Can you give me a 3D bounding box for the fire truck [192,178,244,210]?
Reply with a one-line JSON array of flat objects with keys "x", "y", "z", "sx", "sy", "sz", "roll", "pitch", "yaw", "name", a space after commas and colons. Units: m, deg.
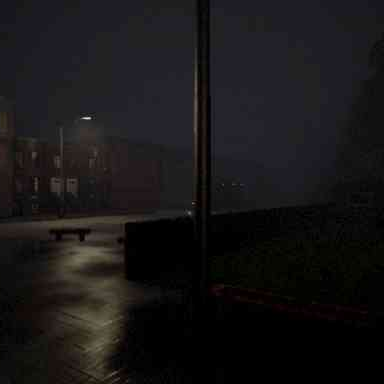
[{"x": 3.450, "y": 0.248, "z": 42.265, "sx": 2.891, "sy": 3.827, "sz": 8.468, "roll": 0, "pitch": 0, "yaw": 36, "name": "fire truck"}]
